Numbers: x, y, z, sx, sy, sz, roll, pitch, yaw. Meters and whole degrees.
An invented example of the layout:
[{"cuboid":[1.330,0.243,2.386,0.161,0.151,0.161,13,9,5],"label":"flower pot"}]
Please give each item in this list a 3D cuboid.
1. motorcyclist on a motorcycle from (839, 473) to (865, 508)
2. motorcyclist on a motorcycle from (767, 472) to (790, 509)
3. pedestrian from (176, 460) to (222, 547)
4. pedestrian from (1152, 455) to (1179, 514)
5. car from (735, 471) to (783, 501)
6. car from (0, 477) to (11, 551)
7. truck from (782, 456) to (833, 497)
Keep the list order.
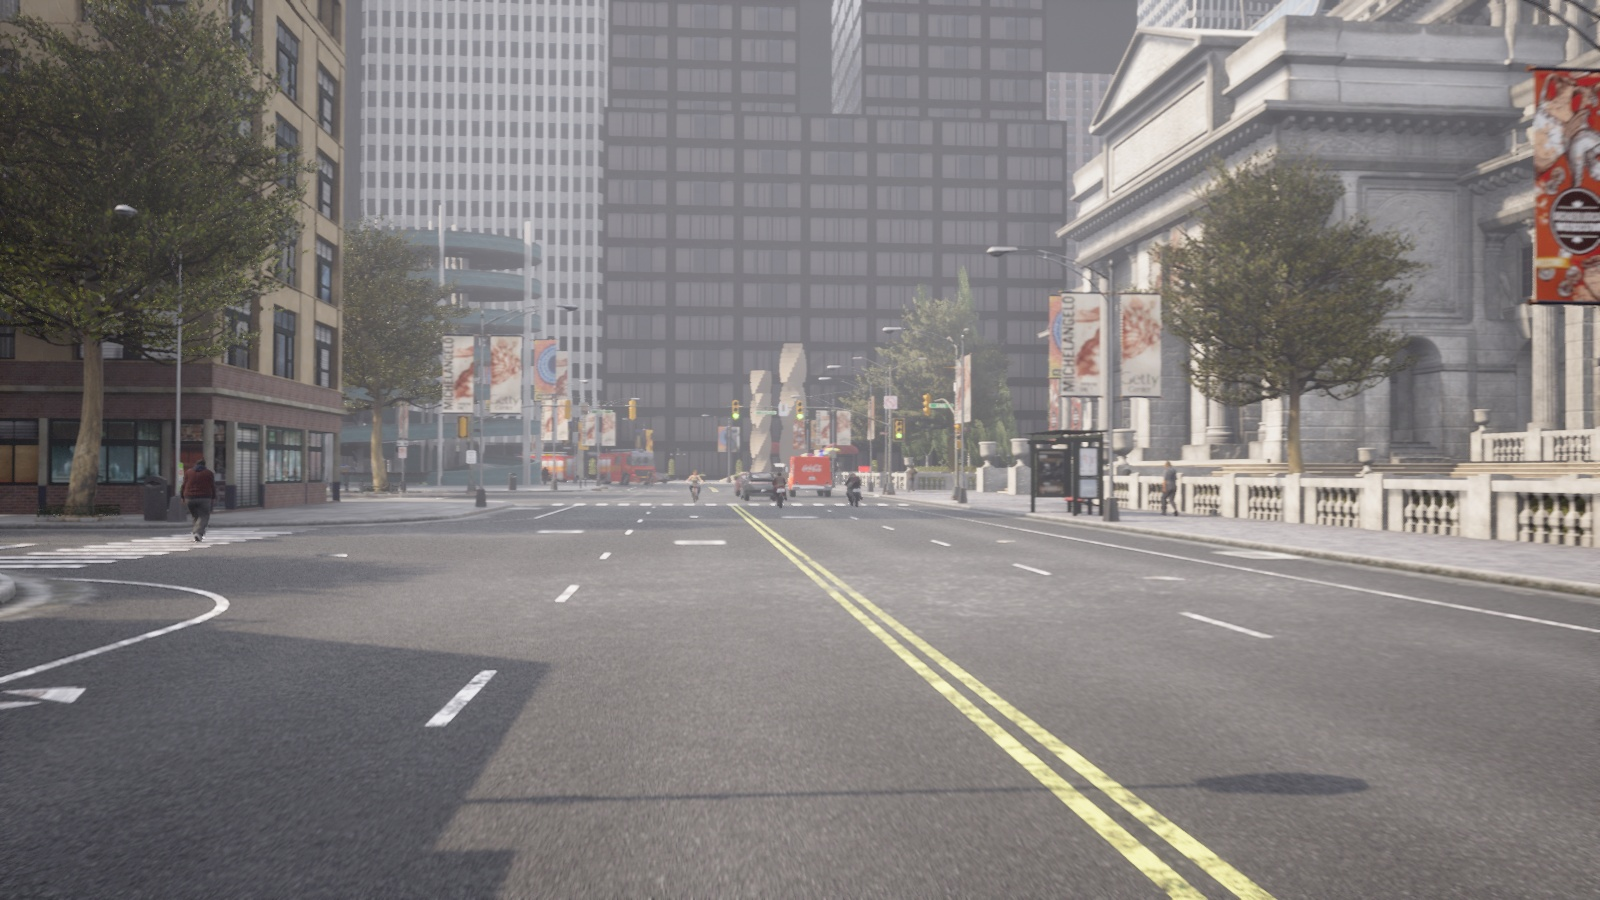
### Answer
[{"cuboid":[2.313,1.772,55.717,0.866,1.530,2.191,0,-1,-5],"label":"motorcyclist on a motorcycle"},{"cuboid":[-0.919,1.681,52.528,0.797,1.523,2.044,0,-1,-5],"label":"motorcyclist on a motorcycle"},{"cuboid":[-12.983,1.138,27.141,0.634,1.844,0.899,0,-1,-7],"label":"pedestrian"},{"cuboid":[11.648,1.086,40.006,0.540,1.848,0.694,0,-1,-12],"label":"pedestrian"},{"cuboid":[-2.231,1.896,66.562,2.128,1.511,4.902,0,-1,-7],"label":"car"},{"cuboid":[-17.803,1.272,24.315,3.806,1.475,1.970,0,-1,-5],"label":"car"},{"cuboid":[0.397,1.622,77.370,2.627,2.467,5.204,0,-1,-5],"label":"truck"}]
